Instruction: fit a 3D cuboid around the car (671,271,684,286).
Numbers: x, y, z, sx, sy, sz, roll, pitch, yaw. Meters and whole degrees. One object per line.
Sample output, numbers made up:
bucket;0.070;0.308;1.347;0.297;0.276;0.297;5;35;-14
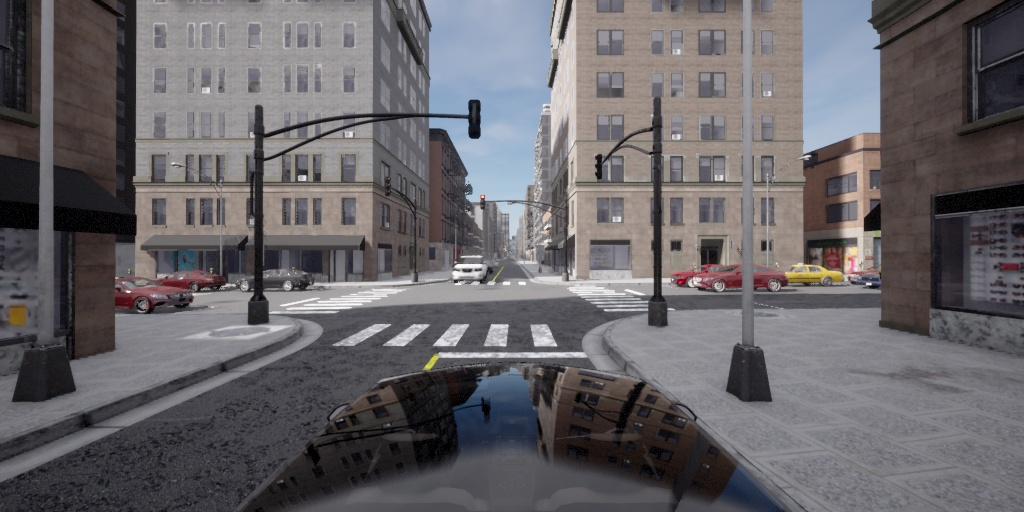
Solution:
car;12.132;1.190;22.027;4.507;1.381;1.888;0;0;0

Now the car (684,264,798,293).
car;12.188;1.157;19.272;4.674;1.442;1.812;-1;0;1

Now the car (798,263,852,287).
car;17.454;1.117;21.993;4.829;1.417;1.751;0;0;0

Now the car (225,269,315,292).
car;-14.631;1.458;22.200;4.403;1.370;2.007;0;0;0

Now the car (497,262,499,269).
car;-3.120;1.300;56.772;1.895;1.301;4.718;0;0;0

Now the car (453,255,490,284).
car;-3.117;0.967;27.561;2.150;2.045;5.566;0;0;0

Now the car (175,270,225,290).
car;-20.159;1.545;22.236;4.207;1.307;1.802;0;0;0

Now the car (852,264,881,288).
car;21.819;1.087;19.208;5.357;1.411;2.033;-1;0;1

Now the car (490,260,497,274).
car;-3.124;1.207;41.718;1.882;1.535;5.008;0;1;0

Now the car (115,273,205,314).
car;-14.660;1.451;13.674;4.207;1.307;1.802;0;0;0
